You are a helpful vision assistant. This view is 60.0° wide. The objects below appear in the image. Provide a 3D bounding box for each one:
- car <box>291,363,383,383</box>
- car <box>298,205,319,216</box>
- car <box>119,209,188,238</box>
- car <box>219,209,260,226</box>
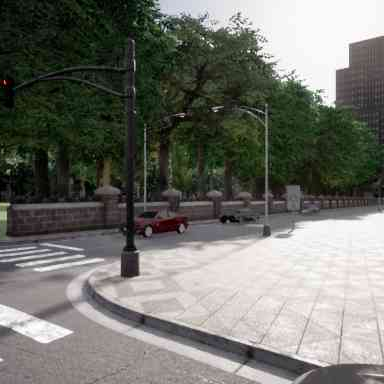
[{"bbox_3d":[2.389,1.551,1.258,4.403,1.369,2.008,0,0,36],"label":"car"},{"bbox_3d":[16.213,2.500,46.178,2.128,1.511,4.902,0,-1,36],"label":"car"},{"bbox_3d":[-2.213,1.820,20.276,1.882,1.535,5.008,0,-1,35],"label":"car"},{"bbox_3d":[4.259,2.173,29.417,1.895,1.301,4.718,0,-1,35],"label":"car"}]
